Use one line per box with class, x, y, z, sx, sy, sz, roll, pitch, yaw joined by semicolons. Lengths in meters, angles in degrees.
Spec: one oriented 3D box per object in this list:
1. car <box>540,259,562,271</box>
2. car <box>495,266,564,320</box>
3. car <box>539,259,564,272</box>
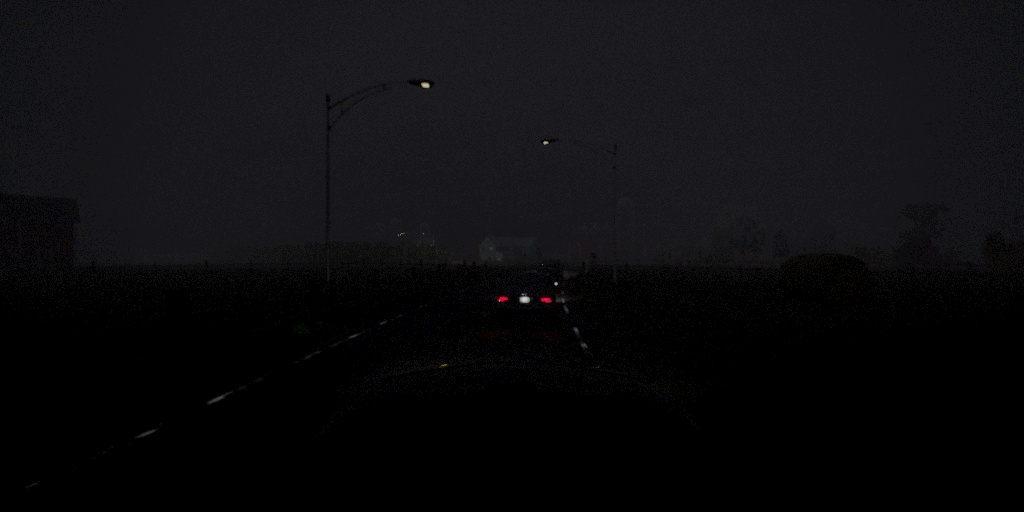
car;5.150;1.089;47.166;1.837;1.490;4.892;0;0;19
car;0.601;1.254;12.435;2.033;1.411;5.357;0;0;6
car;3.168;1.137;29.248;2.128;1.511;4.902;0;0;13
